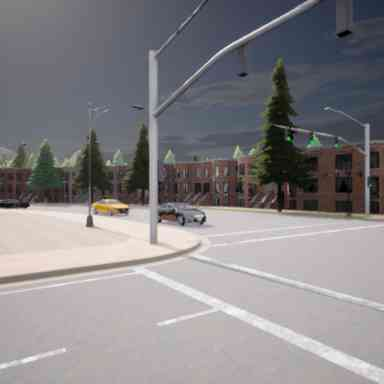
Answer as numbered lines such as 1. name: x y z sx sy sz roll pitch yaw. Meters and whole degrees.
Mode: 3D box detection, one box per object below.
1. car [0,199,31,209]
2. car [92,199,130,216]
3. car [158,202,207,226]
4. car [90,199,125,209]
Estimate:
1. car: -23.532 1.597 43.533 4.718 1.301 1.895 0 0 22
2. car: -7.912 1.470 32.407 1.882 1.535 5.008 0 0 -42
3. car: -0.957 1.483 23.353 2.128 1.511 4.902 0 0 -36
4. car: -11.492 1.590 45.170 4.718 1.301 1.895 0 0 35
